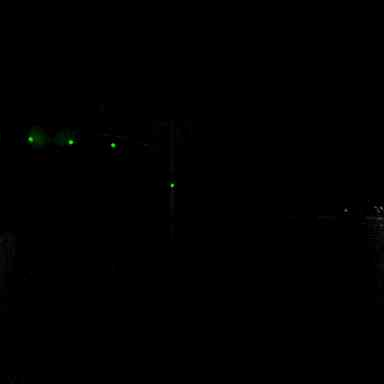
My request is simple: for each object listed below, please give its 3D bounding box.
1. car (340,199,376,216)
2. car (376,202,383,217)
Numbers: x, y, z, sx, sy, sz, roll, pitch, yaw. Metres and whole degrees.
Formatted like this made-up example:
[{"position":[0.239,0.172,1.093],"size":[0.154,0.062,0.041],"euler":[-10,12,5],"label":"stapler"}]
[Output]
[{"position":[16.656,1.490,32.713],"size":[4.902,1.511,2.128],"euler":[0,0,-31],"label":"car"},{"position":[19.063,1.524,30.074],"size":[4.674,1.442,1.812],"euler":[0,0,-31],"label":"car"}]
